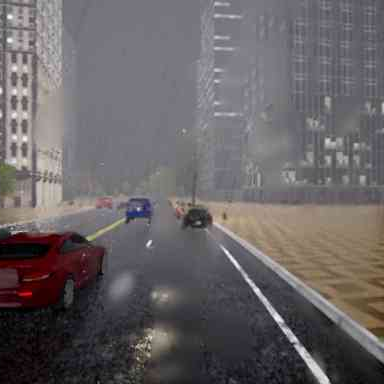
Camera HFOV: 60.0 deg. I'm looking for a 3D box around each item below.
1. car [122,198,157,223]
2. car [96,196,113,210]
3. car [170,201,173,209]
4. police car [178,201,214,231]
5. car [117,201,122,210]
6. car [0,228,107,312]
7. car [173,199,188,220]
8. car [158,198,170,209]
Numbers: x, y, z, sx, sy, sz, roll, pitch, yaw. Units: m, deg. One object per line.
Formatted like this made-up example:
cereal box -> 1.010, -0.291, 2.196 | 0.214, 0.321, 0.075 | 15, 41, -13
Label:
car -> -4.374, 1.491, 28.616 | 2.150, 2.045, 5.566 | 0, -1, -4
car -> -13.903, 1.734, 53.111 | 2.150, 2.045, 5.566 | 0, 0, -8
car -> -1.093, 1.706, 38.212 | 2.097, 1.767, 4.553 | 0, -1, -6
police car -> 0.256, 1.629, 22.155 | 1.930, 1.638, 5.238 | 0, -1, -4
car -> -10.247, 2.047, 50.401 | 1.994, 1.385, 4.181 | 0, -1, -8
car -> -3.306, 1.601, 7.709 | 1.812, 1.442, 4.674 | 0, -1, -1
car -> -0.502, 1.649, 32.146 | 2.097, 1.767, 4.553 | 0, -1, -5
car -> -4.203, 2.051, 55.315 | 1.812, 1.442, 4.674 | 0, -1, -9
